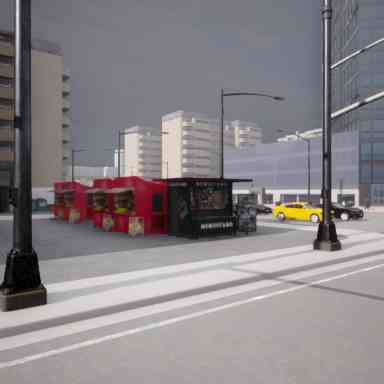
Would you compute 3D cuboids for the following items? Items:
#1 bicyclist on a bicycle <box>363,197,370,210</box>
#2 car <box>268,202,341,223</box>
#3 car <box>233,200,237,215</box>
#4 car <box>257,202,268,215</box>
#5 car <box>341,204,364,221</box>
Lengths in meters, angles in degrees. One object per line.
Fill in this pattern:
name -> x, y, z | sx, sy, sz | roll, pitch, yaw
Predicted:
bicyclist on a bicycle -> 22.311, 1.466, 42.485 | 1.656, 1.620, 0.582 | 0, 0, -36
car -> 8.952, 1.589, 26.846 | 1.882, 1.535, 5.008 | 0, -1, -38
car -> 3.016, 1.457, 35.070 | 2.150, 2.045, 5.566 | 0, -1, -36
car -> 6.664, 1.780, 35.995 | 1.994, 1.385, 4.181 | 0, -1, -36
car -> 12.056, 1.587, 28.562 | 1.882, 1.535, 5.008 | 0, -1, -36
